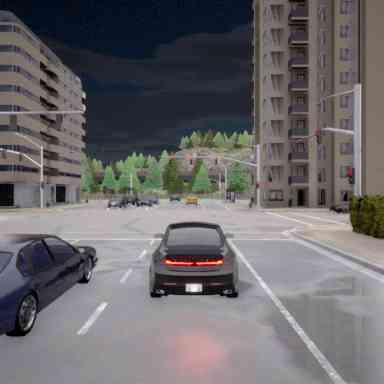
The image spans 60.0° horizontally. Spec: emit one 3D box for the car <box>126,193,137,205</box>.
[{"bbox_3d":[-10.672,1.220,57.433,2.150,2.045,5.566,0,0,0],"label":"car"}]

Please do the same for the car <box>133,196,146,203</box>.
[{"bbox_3d":[-10.625,1.562,67.467,1.994,1.385,4.181,0,0,0],"label":"car"}]

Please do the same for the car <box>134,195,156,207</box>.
[{"bbox_3d":[-7.161,1.562,50.917,1.994,1.385,4.181,0,0,0],"label":"car"}]

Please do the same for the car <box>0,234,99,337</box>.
[{"bbox_3d":[-3.461,1.547,6.576,2.033,1.411,5.357,0,0,0],"label":"car"}]

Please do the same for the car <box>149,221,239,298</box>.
[{"bbox_3d":[0.049,1.505,8.505,1.837,1.490,4.892,0,0,0],"label":"car"}]

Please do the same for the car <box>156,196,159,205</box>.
[{"bbox_3d":[-7.169,1.350,59.502,2.097,1.767,4.553,0,0,0],"label":"car"}]

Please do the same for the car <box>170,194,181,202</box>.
[{"bbox_3d":[-3.625,1.192,72.963,2.097,1.767,4.553,0,0,0],"label":"car"}]

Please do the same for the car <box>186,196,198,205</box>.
[{"bbox_3d":[-0.019,1.476,59.612,1.882,1.535,5.008,0,0,0],"label":"car"}]

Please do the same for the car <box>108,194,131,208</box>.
[{"bbox_3d":[-10.666,1.490,47.561,2.128,1.511,4.902,0,0,0],"label":"car"}]

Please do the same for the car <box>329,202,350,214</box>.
[{"bbox_3d":[17.286,1.546,34.639,5.357,1.411,2.033,0,0,0],"label":"car"}]
